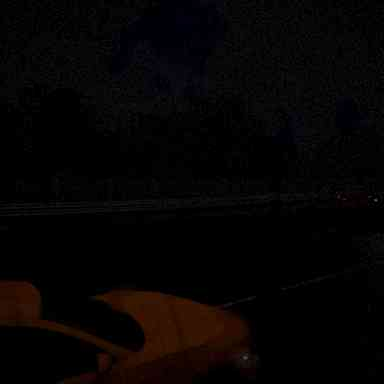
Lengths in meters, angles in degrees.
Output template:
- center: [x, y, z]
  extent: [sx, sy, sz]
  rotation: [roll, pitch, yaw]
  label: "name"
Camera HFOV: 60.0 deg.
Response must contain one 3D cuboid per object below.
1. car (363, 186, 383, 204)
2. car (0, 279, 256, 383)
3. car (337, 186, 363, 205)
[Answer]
- center: [21.615, 0.387, 36.633]
  extent: [5.566, 2.045, 2.150]
  rotation: [-3, 1, -35]
  label: "car"
- center: [-1.674, 1.478, 2.552]
  extent: [5.008, 1.535, 1.882]
  rotation: [-1, 0, -36]
  label: "car"
- center: [19.585, 0.387, 39.482]
  extent: [5.566, 2.045, 2.150]
  rotation: [-3, 1, -35]
  label: "car"
